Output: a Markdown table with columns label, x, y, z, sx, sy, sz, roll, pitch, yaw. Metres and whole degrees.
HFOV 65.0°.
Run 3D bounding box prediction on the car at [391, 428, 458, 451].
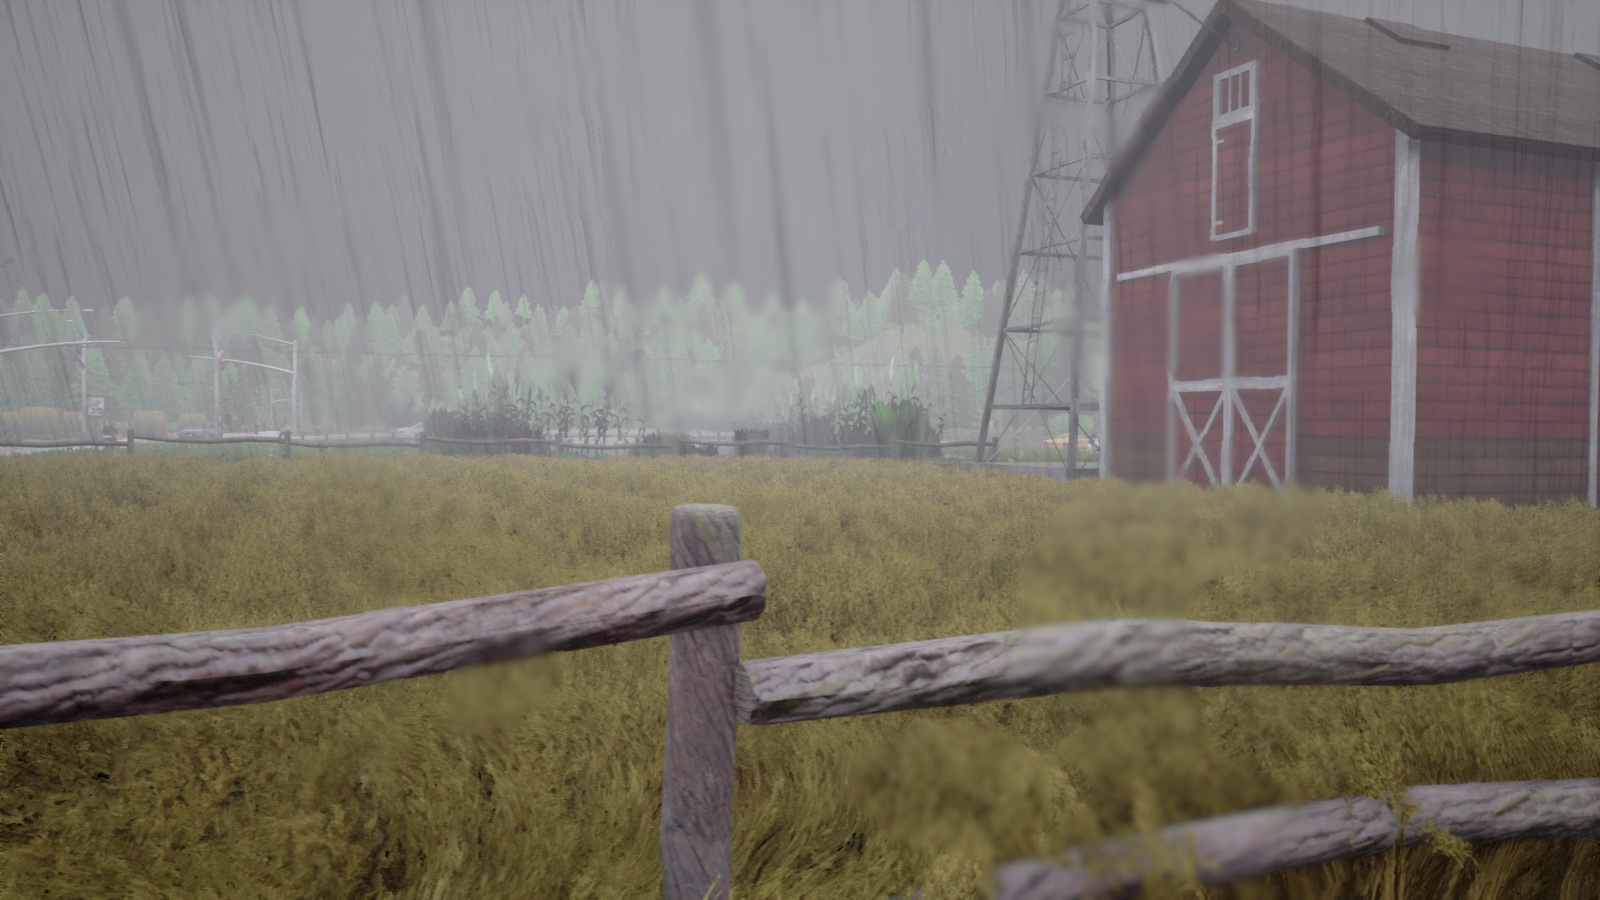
| label | x | y | z | sx | sy | sz | roll | pitch | yaw |
| --- | --- | --- | --- | --- | --- | --- | --- | --- | --- |
| car | -28.011 | -0.782 | 93.757 | 4.674 | 1.442 | 1.812 | -4 | 2 | -15 |
